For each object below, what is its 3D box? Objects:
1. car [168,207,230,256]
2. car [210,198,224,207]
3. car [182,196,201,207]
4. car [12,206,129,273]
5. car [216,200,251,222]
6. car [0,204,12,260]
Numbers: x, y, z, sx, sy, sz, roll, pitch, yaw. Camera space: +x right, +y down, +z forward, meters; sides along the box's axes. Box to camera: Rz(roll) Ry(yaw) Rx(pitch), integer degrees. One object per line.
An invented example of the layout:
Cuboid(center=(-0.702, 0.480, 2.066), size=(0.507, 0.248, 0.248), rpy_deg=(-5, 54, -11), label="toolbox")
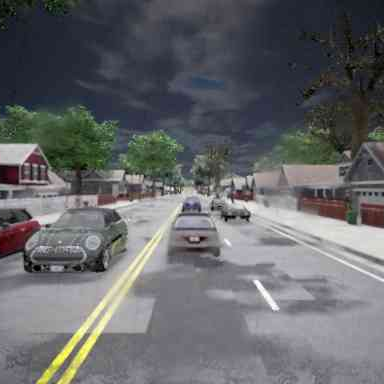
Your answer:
Cuboid(center=(0.062, 1.517, 12.973), size=(2.033, 1.411, 5.357), rpy_deg=(0, 0, 0), label="car")
Cuboid(center=(3.147, 1.466, 40.305), size=(2.033, 1.411, 5.357), rpy_deg=(0, 0, 0), label="car")
Cuboid(center=(-0.035, 1.266, 37.264), size=(2.097, 1.767, 4.553), rpy_deg=(0, 0, 0), label="car")
Cuboid(center=(-3.374, 1.314, 10.540), size=(2.097, 1.767, 4.553), rpy_deg=(0, 0, 0), label="car")
Cuboid(center=(3.257, 1.553, 25.867), size=(1.895, 1.301, 4.718), rpy_deg=(0, 0, 0), label="car")
Cuboid(center=(-6.624, 1.302, 10.520), size=(2.097, 1.767, 4.553), rpy_deg=(0, 0, 0), label="car")
